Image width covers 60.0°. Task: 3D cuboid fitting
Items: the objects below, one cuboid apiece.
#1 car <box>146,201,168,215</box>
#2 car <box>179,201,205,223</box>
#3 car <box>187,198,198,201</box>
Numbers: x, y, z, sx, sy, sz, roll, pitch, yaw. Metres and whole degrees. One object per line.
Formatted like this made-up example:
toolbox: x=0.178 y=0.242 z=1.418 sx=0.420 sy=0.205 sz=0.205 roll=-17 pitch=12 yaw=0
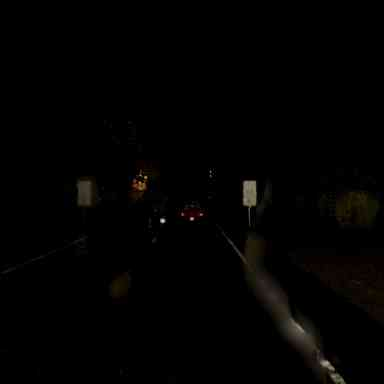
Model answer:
car: x=-3.562 y=1.615 z=34.677 sx=1.994 sy=1.385 sz=4.181 roll=0 pitch=0 yaw=0
car: x=0.013 y=1.629 z=25.770 sx=1.895 sy=1.301 sz=4.718 roll=0 pitch=0 yaw=0
car: x=0.045 y=1.575 z=44.542 sx=2.128 sy=1.511 sz=4.902 roll=0 pitch=0 yaw=0
